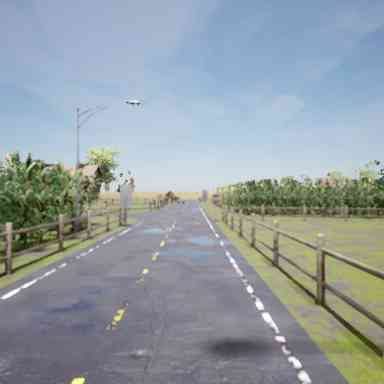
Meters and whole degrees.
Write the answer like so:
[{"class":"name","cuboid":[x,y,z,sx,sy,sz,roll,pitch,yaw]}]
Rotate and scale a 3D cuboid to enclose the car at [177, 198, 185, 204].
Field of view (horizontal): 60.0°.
[{"class":"car","cuboid":[-2.700,2.216,80.238,1.812,1.442,4.674,0,0,0]}]
